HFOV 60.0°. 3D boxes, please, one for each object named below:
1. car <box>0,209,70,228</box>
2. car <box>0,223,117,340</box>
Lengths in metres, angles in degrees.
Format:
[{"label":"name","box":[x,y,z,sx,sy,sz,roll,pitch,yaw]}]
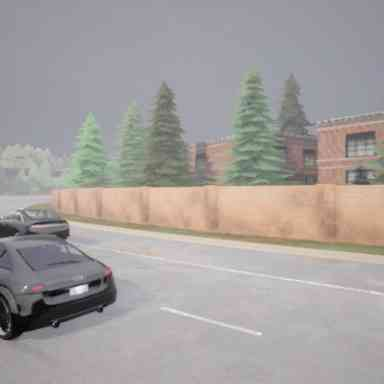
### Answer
[{"label":"car","box":[-7.090,1.492,14.351,4.902,1.511,2.128,0,0,42]},{"label":"car","box":[-3.424,1.564,6.641,4.181,1.385,1.994,0,0,38]}]
